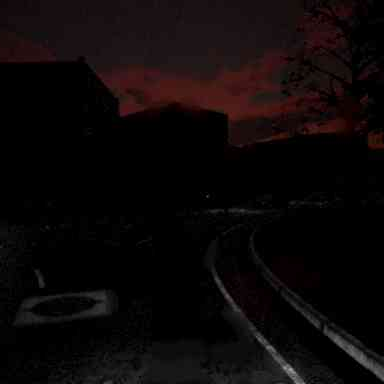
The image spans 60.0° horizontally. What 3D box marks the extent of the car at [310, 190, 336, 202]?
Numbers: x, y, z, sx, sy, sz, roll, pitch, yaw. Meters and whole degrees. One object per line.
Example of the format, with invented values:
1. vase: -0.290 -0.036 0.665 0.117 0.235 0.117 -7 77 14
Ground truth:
1. car: 17.680 0.512 44.947 5.008 1.535 1.882 -3 2 -45

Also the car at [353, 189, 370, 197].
1. car: 27.740 0.125 54.903 4.718 1.301 1.895 -3 2 -44

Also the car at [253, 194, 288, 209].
1. car: 8.451 0.968 35.747 5.008 1.535 1.882 -3 2 -45
